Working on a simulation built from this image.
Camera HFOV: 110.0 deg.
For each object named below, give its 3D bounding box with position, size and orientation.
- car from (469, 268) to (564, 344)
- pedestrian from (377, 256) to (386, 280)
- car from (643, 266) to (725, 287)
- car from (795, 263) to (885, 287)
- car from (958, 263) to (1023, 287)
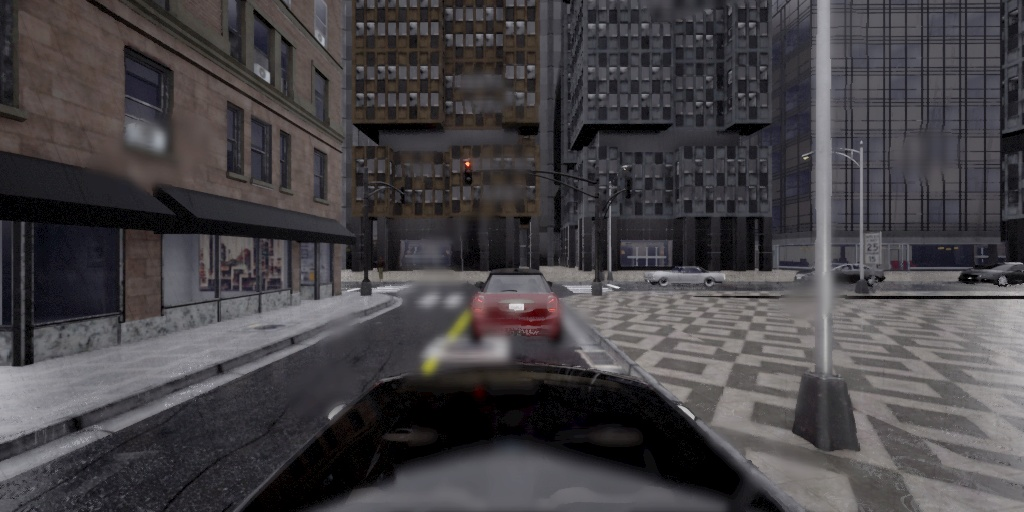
[{"bbox_3d":[0.069,1.102,9.731,2.097,1.767,4.553,0,0,-1],"label":"car"},{"bbox_3d":[-9.838,0.902,26.913,0.375,1.860,0.375,0,0,1],"label":"pedestrian"},{"bbox_3d":[11.195,1.332,23.647,4.718,1.301,1.895,0,0,1],"label":"car"},{"bbox_3d":[21.388,1.209,23.532,4.902,1.511,2.128,0,0,1],"label":"car"},{"bbox_3d":[32.306,1.209,23.402,4.892,1.490,1.837,0,0,1],"label":"car"}]
